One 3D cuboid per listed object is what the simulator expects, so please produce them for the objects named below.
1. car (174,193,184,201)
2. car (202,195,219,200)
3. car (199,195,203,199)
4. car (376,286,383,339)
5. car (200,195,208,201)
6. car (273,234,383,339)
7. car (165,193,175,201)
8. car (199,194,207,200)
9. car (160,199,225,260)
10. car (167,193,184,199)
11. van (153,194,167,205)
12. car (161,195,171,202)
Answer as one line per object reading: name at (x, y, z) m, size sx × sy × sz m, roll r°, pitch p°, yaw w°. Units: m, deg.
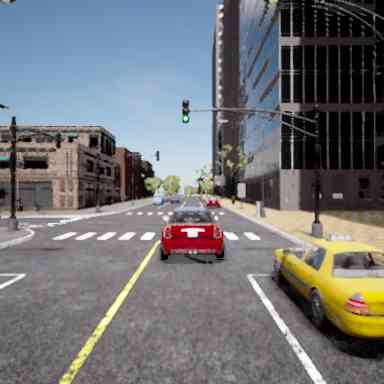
car at (-2.886, 1.168, 75.856) m, size 2.097 × 1.767 × 4.553 m, roll 0°, pitch 0°, yaw 0°
car at (2.770, 1.340, 44.462) m, size 1.967 × 1.590 × 4.097 m, roll 1°, pitch 0°, yaw 0°
car at (2.811, 1.364, 72.307) m, size 1.752 × 1.417 × 4.829 m, roll 1°, pitch 0°, yaw 0°
car at (2.670, 1.564, 0.871) m, size 1.947 × 1.339 × 4.313 m, roll 1°, pitch 0°, yaw 0°
car at (2.819, 1.352, 77.841) m, size 1.752 × 1.417 × 4.829 m, roll 1°, pitch 0°, yaw 0°
car at (2.850, 1.510, 6.684) m, size 1.752 × 1.417 × 4.829 m, roll 1°, pitch 0°, yaw 0°
car at (-5.550, 1.130, 83.229) m, size 2.192 × 1.841 × 5.009 m, roll 1°, pitch 0°, yaw 0°
car at (2.835, 1.347, 88.741) m, size 1.887 × 1.381 × 4.507 m, roll 1°, pitch 0°, yaw 0°
car at (-0.046, 1.323, 12.496) m, size 2.097 × 1.767 × 4.553 m, roll 0°, pitch 0°, yaw -2°
car at (-2.944, 1.412, 60.175) m, size 2.033 × 1.411 × 5.357 m, roll 0°, pitch 0°, yaw 1°
van at (-5.592, 1.217, 55.558) m, size 1.690 × 1.788 × 3.998 m, roll 1°, pitch 0°, yaw 0°
car at (-5.570, 1.405, 72.161) m, size 1.947 × 1.339 × 4.313 m, roll 1°, pitch 0°, yaw 0°
